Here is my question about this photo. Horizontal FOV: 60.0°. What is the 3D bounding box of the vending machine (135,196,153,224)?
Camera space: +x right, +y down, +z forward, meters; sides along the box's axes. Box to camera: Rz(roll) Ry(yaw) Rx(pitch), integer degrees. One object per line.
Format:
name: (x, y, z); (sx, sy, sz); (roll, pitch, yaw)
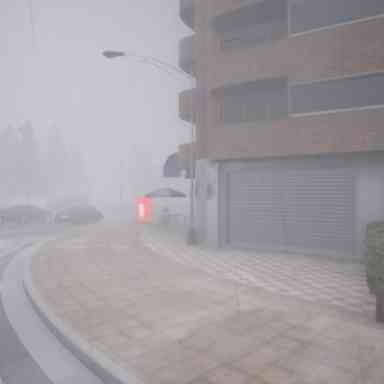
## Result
vending machine: (-3.665, 1.339, 25.545); (1.100, 2.100, 0.880); (0, 0, 20)

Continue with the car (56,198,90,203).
car: (-12.227, 1.710, 35.124); (1.812, 1.442, 4.674); (0, 0, 27)

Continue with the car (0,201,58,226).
car: (-12.277, 1.626, 24.433); (1.837, 1.490, 4.892); (-1, -1, 10)

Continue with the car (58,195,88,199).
car: (-14.325, 1.422, 38.671); (2.150, 2.045, 5.566); (0, 0, 29)

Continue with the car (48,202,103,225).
car: (-8.503, 1.698, 25.272); (1.994, 1.385, 4.181); (0, 0, 14)
